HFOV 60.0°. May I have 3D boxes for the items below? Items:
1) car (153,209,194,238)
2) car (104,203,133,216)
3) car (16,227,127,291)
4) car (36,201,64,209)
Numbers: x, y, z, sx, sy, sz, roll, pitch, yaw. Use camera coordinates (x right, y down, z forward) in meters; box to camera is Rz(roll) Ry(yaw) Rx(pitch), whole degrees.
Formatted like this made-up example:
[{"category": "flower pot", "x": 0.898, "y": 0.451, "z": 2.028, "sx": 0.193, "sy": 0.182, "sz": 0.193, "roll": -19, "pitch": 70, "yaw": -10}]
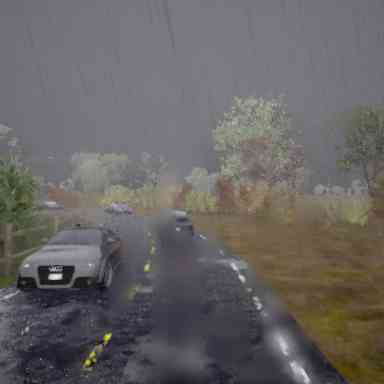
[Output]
[{"category": "car", "x": -1.114, "y": 1.723, "z": 19.187, "sx": 1.837, "sy": 1.490, "sz": 4.892, "roll": 0, "pitch": -1, "yaw": -10}, {"category": "car", "x": -8.440, "y": 1.923, "z": 37.950, "sx": 2.033, "sy": 1.411, "sz": 5.357, "roll": 0, "pitch": 0, "yaw": -32}, {"category": "car", "x": -3.046, "y": 1.679, "z": 9.239, "sx": 1.994, "sy": 1.385, "sz": 4.181, "roll": 0, "pitch": -1, "yaw": -2}, {"category": "car", "x": -20.556, "y": 2.060, "z": 48.091, "sx": 5.357, "sy": 1.411, "sz": 2.033, "roll": 0, "pitch": -1, "yaw": 41}]
